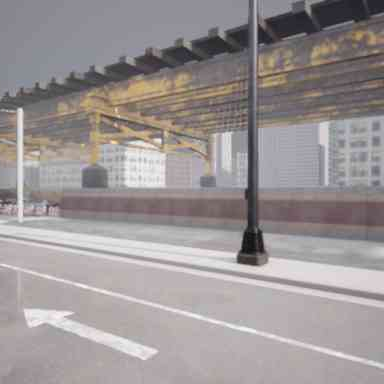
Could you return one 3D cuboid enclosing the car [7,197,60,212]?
[{"bbox_3d":[-16.617,1.212,35.346,4.536,1.218,1.853,0,0,-1],"label":"car"}]

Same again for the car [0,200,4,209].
[{"bbox_3d":[-20.427,1.358,38.012,2.038,1.542,4.974,0,0,-11],"label":"car"}]

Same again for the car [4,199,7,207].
[{"bbox_3d":[-16.669,1.369,35.345,4.974,1.542,2.038,0,0,-1],"label":"car"}]

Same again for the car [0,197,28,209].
[{"bbox_3d":[-20.437,1.200,38.063,1.853,1.218,4.536,0,0,-11],"label":"car"}]
